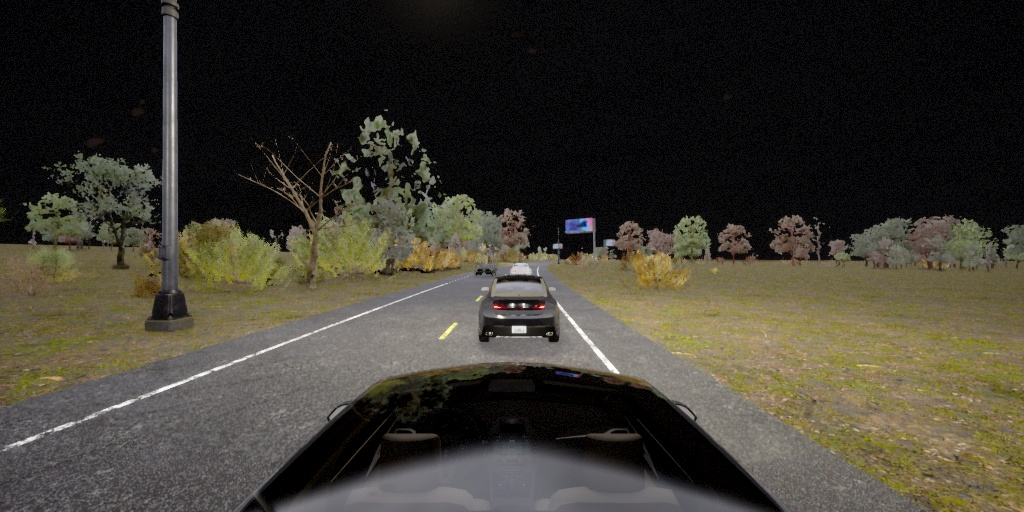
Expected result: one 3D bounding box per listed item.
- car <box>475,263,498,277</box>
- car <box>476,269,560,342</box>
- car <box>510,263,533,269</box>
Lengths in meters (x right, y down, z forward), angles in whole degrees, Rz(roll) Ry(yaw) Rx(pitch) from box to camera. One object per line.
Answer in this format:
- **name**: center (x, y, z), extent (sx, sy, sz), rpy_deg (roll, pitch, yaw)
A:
- **car**: center (-2.565, 1.386, 36.159), extent (1.895, 1.301, 4.718), rpy_deg (0, 0, 3)
- **car**: center (0.182, 1.258, 9.749), extent (1.837, 1.490, 4.892), rpy_deg (0, 0, 1)
- **car**: center (0.776, 1.295, 30.293), extent (1.812, 1.442, 4.674), rpy_deg (0, 0, 3)
